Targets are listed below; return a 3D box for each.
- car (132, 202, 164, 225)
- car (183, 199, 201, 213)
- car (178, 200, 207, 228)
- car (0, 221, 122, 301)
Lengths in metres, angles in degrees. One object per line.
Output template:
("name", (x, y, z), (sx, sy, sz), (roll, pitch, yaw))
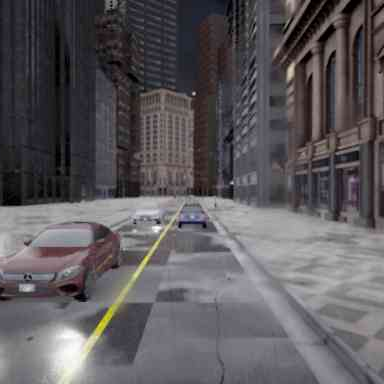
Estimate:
("car", (-3.026, 1.481, 23.850), (1.812, 1.442, 4.674), (0, 0, 0))
("car", (0.038, 1.535, 37.878), (1.895, 1.301, 4.718), (0, 0, 1))
("car", (0.022, 1.505, 21.973), (2.033, 1.411, 5.357), (0, 0, 0))
("car", (-3.018, 1.509, 8.436), (1.812, 1.442, 4.674), (0, 0, 0))
